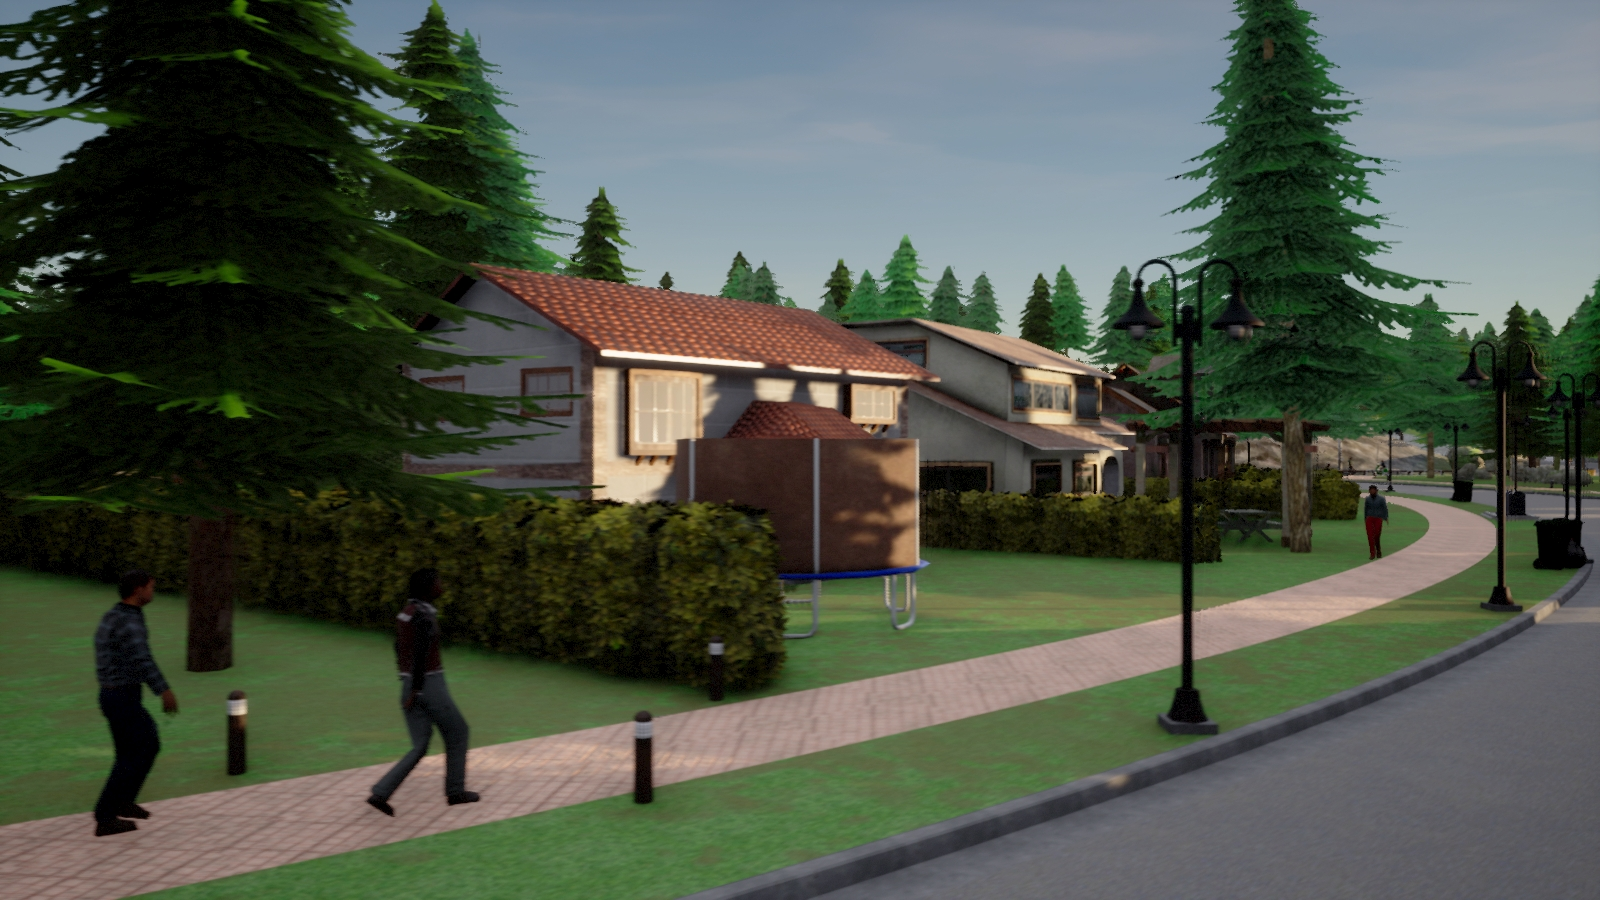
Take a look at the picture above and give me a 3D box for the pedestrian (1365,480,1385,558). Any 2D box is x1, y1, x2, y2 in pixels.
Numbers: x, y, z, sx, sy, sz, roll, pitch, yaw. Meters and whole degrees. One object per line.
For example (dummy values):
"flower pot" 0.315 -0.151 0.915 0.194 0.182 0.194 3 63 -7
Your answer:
"pedestrian" 13.906 1.667 27.630 0.375 1.860 0.375 0 0 38

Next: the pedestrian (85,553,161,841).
"pedestrian" -4.654 1.665 7.855 0.375 1.860 0.375 0 0 -43

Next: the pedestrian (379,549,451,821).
"pedestrian" -2.779 1.665 8.253 0.375 1.860 0.375 0 0 -42
